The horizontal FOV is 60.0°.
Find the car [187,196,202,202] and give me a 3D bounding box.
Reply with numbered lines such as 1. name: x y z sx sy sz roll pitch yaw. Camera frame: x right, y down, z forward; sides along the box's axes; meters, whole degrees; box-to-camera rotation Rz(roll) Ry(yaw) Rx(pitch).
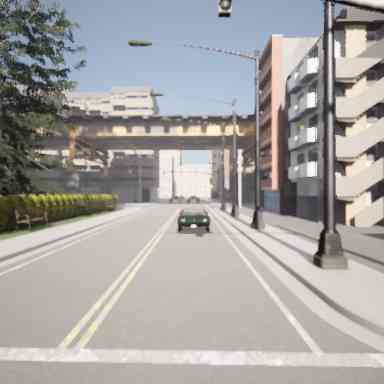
1. car: 0.530 1.453 71.241 1.853 1.218 4.536 0 0 -20

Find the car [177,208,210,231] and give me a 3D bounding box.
1. car: 0.109 1.634 20.904 1.895 1.301 4.718 0 0 0

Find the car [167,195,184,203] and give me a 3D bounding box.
1. car: -3.611 1.622 71.501 2.038 1.542 4.974 0 0 25

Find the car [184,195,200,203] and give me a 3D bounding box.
1. car: 0.549 1.611 71.192 2.038 1.542 4.974 0 0 -20

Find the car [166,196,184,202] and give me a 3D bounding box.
1. car: -3.590 1.465 71.549 1.853 1.218 4.536 0 0 25
